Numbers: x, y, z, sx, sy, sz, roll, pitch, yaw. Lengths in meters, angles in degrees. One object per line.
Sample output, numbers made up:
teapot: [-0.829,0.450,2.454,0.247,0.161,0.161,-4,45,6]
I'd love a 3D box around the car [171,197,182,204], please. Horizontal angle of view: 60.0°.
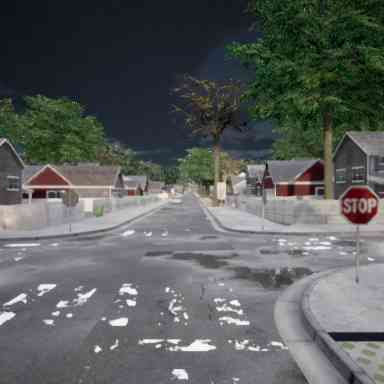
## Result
car: [-2.748,1.568,60.636,1.895,1.301,4.718,0,0,0]
